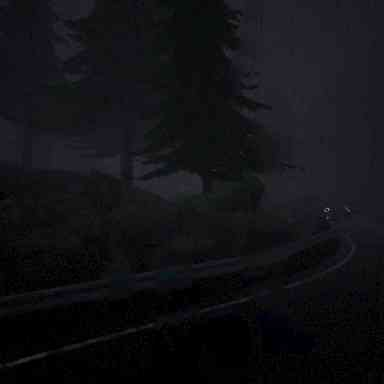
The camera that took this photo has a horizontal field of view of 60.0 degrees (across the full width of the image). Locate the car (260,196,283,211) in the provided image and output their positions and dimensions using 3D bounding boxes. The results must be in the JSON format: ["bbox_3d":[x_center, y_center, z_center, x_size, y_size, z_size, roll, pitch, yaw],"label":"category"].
[{"bbox_3d":[7.674,1.191,32.893,1.882,1.535,5.008,-1,0,-36],"label":"car"}]

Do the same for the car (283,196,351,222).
[{"bbox_3d":[8.710,1.121,23.017,2.097,1.767,4.553,-1,0,-18],"label":"car"}]
